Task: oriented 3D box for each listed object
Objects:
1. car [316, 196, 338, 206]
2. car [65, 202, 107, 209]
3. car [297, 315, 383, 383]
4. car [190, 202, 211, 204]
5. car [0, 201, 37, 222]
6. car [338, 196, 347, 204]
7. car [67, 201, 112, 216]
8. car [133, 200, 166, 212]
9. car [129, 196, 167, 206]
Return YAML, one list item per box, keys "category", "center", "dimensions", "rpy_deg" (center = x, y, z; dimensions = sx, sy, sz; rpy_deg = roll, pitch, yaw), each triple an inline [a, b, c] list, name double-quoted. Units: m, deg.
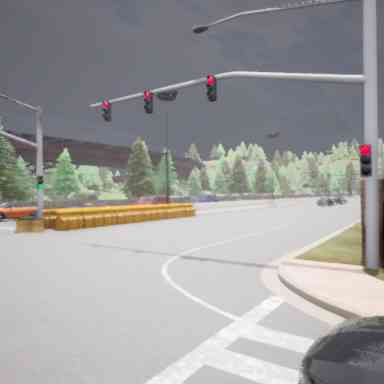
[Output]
- category: "car"
  center: [21.848, 1.557, 54.373]
  dimensions: [2.033, 1.411, 5.357]
  rpy_deg: [-1, 0, 35]
- category: "car"
  center: [-9.506, 1.796, 27.400]
  dimensions: [1.994, 1.385, 4.181]
  rpy_deg: [-1, 0, 34]
- category: "car"
  center: [3.100, 1.478, 1.878]
  dimensions: [4.892, 1.490, 1.837]
  rpy_deg: [-1, 0, 37]
- category: "car"
  center: [1.557, 1.406, 43.612]
  dimensions: [2.150, 2.045, 5.566]
  rpy_deg: [-1, 0, 34]
- category: "car"
  center: [-16.280, 1.671, 29.906]
  dimensions: [2.097, 1.767, 4.553]
  rpy_deg: [-1, 0, 34]
- category: "car"
  center: [27.773, 1.509, 62.756]
  dimensions: [1.812, 1.442, 4.674]
  rpy_deg: [-1, 0, 38]
- category: "car"
  center: [-11.368, 1.823, 37.076]
  dimensions: [1.812, 1.442, 4.674]
  rpy_deg: [-1, 0, 34]
- category: "car"
  center: [-5.760, 1.800, 45.309]
  dimensions: [1.812, 1.442, 4.674]
  rpy_deg: [-1, 0, 34]
- category: "car"
  center: [-4.295, 1.431, 35.059]
  dimensions: [2.150, 2.045, 5.566]
  rpy_deg: [-1, 0, 35]
